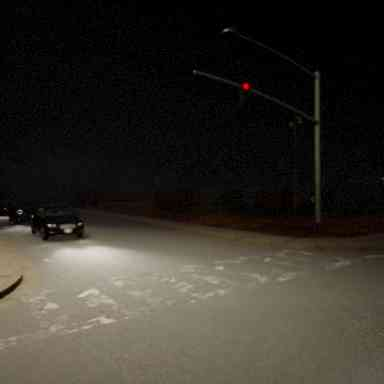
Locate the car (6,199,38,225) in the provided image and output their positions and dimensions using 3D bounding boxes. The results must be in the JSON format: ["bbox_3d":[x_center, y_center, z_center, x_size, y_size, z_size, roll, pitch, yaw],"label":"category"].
[{"bbox_3d":[-12.152,1.360,24.648,2.097,1.767,4.553,0,0,-34],"label":"car"}]

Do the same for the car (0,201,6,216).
[{"bbox_3d":[-17.690,1.532,32.734,1.812,1.442,4.674,0,0,-34],"label":"car"}]

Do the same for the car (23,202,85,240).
[{"bbox_3d":[-7.015,1.500,17.161,2.128,1.511,4.902,0,0,-34],"label":"car"}]
